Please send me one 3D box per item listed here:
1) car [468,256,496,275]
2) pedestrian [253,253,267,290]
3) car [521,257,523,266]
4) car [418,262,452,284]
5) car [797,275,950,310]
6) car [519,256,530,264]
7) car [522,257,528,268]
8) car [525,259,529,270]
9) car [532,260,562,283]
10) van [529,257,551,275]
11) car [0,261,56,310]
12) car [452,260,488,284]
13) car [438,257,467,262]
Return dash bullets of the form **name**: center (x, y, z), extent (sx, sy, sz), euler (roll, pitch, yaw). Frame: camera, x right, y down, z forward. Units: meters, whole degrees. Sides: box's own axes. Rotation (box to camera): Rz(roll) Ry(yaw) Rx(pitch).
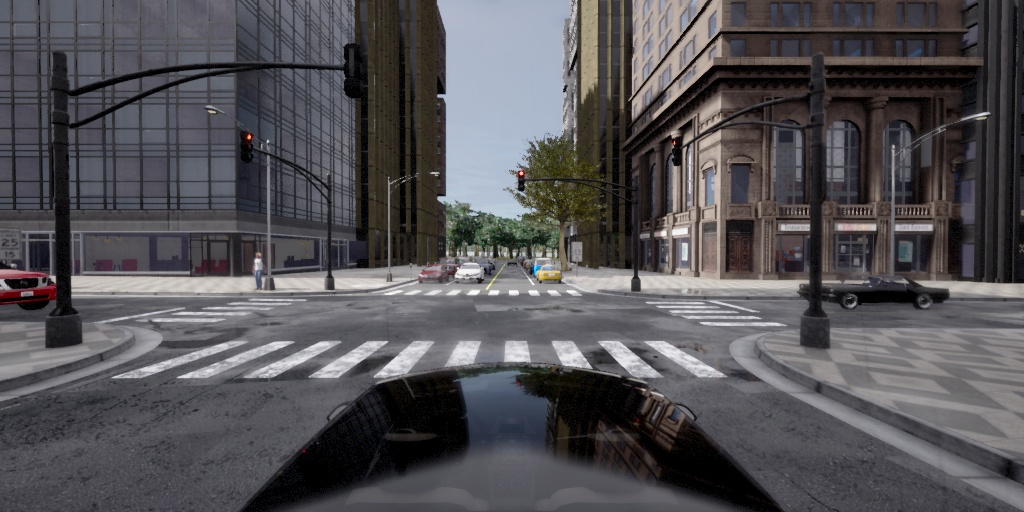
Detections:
- **car**: center (-3.119, 1.063, 37.459), extent (2.097, 1.767, 4.553), euler (0, 0, 0)
- **pedestrian**: center (-12.533, 0.741, 17.779), extent (0.375, 1.860, 0.375), euler (0, 0, 0)
- **car**: center (2.729, 1.213, 55.366), extent (1.888, 1.381, 4.507), euler (0, 0, 0)
- **car**: center (-5.779, 1.311, 26.954), extent (1.802, 1.307, 4.207), euler (0, 0, 0)
- **car**: center (14.702, 1.444, 14.820), extent (4.718, 1.301, 1.895), euler (0, 1, 0)
- **car**: center (2.726, 1.202, 61.046), extent (2.007, 1.370, 4.403), euler (0, 0, 0)
- **car**: center (2.733, 1.208, 49.857), extent (1.751, 1.417, 4.829), euler (0, 0, 0)
- **car**: center (2.740, 1.275, 38.328), extent (1.948, 1.339, 4.313), euler (0, 0, 0)
- **car**: center (2.747, 1.254, 27.138), extent (1.751, 1.417, 4.829), euler (0, 0, 0)
- **van**: center (2.743, 1.060, 32.649), extent (1.690, 1.789, 3.998), euler (0, 0, 0)
- **car**: center (-18.381, 0.842, 11.526), extent (5.566, 2.045, 2.150), euler (1, 1, 0)
- **car**: center (-3.112, 1.254, 27.199), extent (1.812, 1.442, 4.674), euler (0, 0, 0)
- **car**: center (-5.782, 1.034, 32.635), extent (2.192, 1.841, 5.009), euler (0, 0, 0)
